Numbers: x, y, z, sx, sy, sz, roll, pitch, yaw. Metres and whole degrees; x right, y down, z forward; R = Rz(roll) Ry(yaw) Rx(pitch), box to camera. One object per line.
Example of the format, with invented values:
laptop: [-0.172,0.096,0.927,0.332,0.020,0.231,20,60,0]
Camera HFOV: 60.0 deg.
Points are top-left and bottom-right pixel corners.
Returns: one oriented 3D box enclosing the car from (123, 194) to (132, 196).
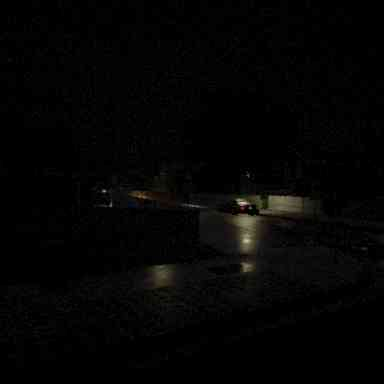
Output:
car: [-10.037,1.033,52.394,1.895,1.301,4.718,0,1,-29]

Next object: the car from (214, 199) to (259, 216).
car: [3.785,1.311,28.984,2.033,1.411,5.357,0,0,-21]
